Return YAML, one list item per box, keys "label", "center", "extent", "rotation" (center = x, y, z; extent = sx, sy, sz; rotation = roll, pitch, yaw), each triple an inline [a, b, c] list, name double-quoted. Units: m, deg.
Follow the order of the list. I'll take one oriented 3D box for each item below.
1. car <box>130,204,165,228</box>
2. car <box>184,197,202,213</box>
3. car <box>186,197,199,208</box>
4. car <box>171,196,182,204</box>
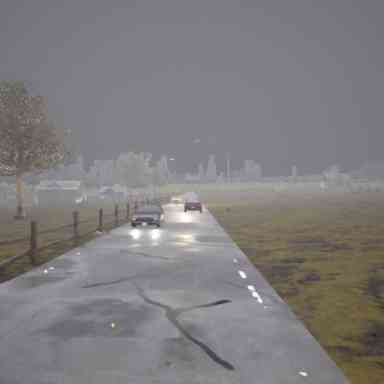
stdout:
- label: "car"
  center: [-2.839, 1.538, 22.535]
  extent: [2.033, 1.411, 5.357]
  rotation: [0, 0, 0]
- label: "car"
  center: [0.111, 1.453, 37.174]
  extent: [1.882, 1.535, 5.008]
  rotation: [0, 0, 0]
- label: "car"
  center: [0.085, 1.487, 47.145]
  extent: [1.812, 1.442, 4.674]
  rotation: [0, 0, 0]
- label: "car"
  center: [-2.789, 1.414, 60.449]
  extent: [1.882, 1.535, 5.008]
  rotation: [0, 0, 0]
